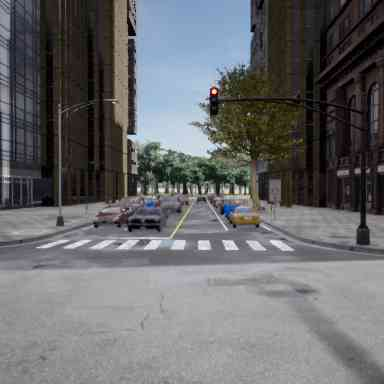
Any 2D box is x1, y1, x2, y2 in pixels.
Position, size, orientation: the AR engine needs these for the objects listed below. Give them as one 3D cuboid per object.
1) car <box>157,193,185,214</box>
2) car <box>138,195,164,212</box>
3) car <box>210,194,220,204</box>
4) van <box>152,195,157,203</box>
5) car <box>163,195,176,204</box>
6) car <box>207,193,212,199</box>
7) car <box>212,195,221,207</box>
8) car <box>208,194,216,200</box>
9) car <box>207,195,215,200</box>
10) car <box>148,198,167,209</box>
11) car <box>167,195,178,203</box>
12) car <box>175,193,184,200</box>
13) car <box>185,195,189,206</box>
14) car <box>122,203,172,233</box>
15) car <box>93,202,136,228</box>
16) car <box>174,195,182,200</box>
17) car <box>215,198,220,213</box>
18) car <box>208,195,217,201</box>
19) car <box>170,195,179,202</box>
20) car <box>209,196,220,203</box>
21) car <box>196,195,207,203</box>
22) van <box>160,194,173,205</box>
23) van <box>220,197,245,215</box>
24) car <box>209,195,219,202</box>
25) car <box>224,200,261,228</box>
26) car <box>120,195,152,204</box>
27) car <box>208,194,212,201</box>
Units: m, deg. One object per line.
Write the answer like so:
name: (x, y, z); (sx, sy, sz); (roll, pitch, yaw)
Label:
car: (-2.139, 1.312, 35.150); (2.097, 1.767, 4.553); (0, 0, 2)
car: (-4.713, 1.268, 38.970); (2.192, 1.841, 5.009); (-1, 0, 2)
car: (4.109, 1.471, 50.109); (1.887, 1.381, 4.507); (-1, 0, 2)
van: (-4.861, 1.306, 33.292); (1.690, 1.788, 3.998); (-1, 0, 2)
car: (-4.118, 1.336, 61.680); (1.967, 1.590, 4.097); (0, 0, 2)
car: (4.403, 1.211, 61.463); (2.192, 1.841, 5.009); (-1, 0, 2)
car: (3.965, 1.465, 44.602); (1.752, 1.417, 4.829); (-1, 0, 2)
car: (5.002, 1.355, 84.342); (1.752, 1.417, 4.829); (0, 0, 2)
car: (5.147, 1.379, 89.849); (1.947, 1.339, 4.313); (0, 0, 2)
car: (-4.562, 1.491, 44.648); (2.008, 1.369, 4.403); (-1, 0, 2)
car: (-3.969, 1.425, 67.358); (1.887, 1.381, 4.507); (0, 0, 2)
car: (-3.378, 1.128, 90.068); (2.192, 1.841, 5.009); (0, 0, 2)
car: (-1.589, 1.269, 53.438); (2.097, 1.767, 4.553); (0, 0, 2)
car: (-2.539, 1.586, 19.806); (1.895, 1.301, 4.718); (0, 0, 2)
car: (-5.155, 1.565, 21.936); (1.802, 1.307, 4.206); (-1, 0, 2)
car: (-3.524, 1.375, 84.391); (1.887, 1.381, 4.507); (0, 0, 2)
car: (3.664, 1.531, 33.077); (1.947, 1.339, 4.313); (-1, 0, 2)
car: (4.850, 1.429, 78.495); (1.802, 1.307, 4.206); (0, 0, 2)
car: (-3.820, 1.446, 73.036); (1.802, 1.307, 4.206); (0, 0, 2)
car: (4.553, 1.431, 67.141); (2.008, 1.369, 4.403); (-1, 0, 2)
car: (1.864, 1.389, 65.866); (1.837, 1.490, 4.892); (0, 0, 2)
van: (-4.267, 1.252, 56.003); (1.690, 1.788, 3.998); (0, 0, 2)
van: (3.513, 1.316, 27.400); (1.690, 1.788, 3.998); (-1, 0, 2)
car: (4.702, 1.415, 72.817); (2.008, 1.369, 4.403); (0, 0, 2)
car: (3.371, 1.508, 21.892); (1.752, 1.417, 4.829); (-1, 0, 2)
car: (-5.010, 1.290, 27.614); (2.192, 1.841, 5.009); (-1, 0, 2)
car: (4.257, 1.462, 55.786); (2.008, 1.369, 4.403); (-1, 0, 2)
